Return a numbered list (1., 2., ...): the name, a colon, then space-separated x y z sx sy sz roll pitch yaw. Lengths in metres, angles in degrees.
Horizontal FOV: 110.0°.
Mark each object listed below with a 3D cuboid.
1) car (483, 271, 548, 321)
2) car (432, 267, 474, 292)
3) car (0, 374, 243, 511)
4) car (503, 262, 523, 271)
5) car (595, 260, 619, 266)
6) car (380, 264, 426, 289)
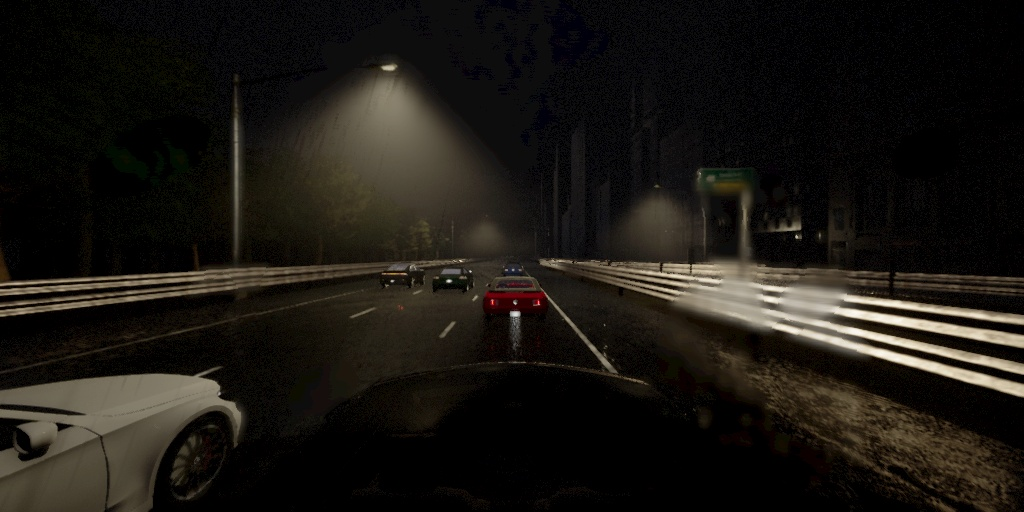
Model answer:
1. car: 0.098 1.355 12.401 1.895 1.301 4.718 0 0 0
2. car: -3.397 1.322 21.381 1.994 1.385 4.181 0 0 0
3. car: -3.400 1.275 1.338 1.812 1.442 4.674 0 0 0
4. car: 0.103 1.318 34.761 2.033 1.411 5.357 0 0 0
5. car: 15.070 1.379 57.115 1.882 1.535 5.008 0 0 -18
6. car: -6.900 1.251 23.128 2.128 1.511 4.902 0 0 0
